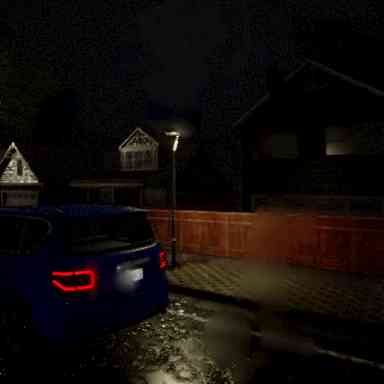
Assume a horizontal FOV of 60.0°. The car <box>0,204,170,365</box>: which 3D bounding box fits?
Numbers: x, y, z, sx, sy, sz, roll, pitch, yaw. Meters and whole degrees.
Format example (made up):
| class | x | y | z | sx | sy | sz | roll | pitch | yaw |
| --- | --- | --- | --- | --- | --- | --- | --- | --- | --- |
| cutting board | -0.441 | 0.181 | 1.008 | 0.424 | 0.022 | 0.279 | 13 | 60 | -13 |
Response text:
| class | x | y | z | sx | sy | sz | roll | pitch | yaw |
| --- | --- | --- | --- | --- | --- | --- | --- | --- | --- |
| car | -2.961 | 1.241 | 6.104 | 5.566 | 2.045 | 2.150 | 0 | 0 | 36 |
